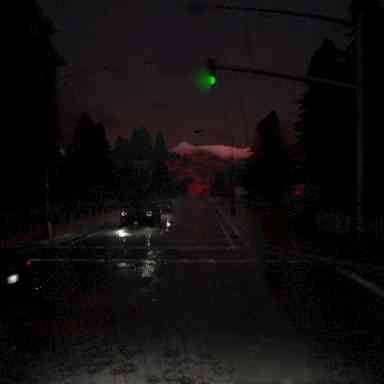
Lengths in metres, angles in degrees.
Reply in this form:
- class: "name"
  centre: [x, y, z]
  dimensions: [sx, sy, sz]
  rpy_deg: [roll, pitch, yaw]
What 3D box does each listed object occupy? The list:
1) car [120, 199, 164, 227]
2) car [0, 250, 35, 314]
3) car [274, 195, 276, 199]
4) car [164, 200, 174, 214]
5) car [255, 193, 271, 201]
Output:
- class: "car"
  centre: [-3.368, 1.321, 22.537]
  dimensions: [2.097, 1.767, 4.553]
  rpy_deg: [0, 0, 2]
- class: "car"
  centre: [-5.272, 1.567, 6.238]
  dimensions: [4.181, 1.385, 1.994]
  rpy_deg: [0, 0, 4]
- class: "car"
  centre: [19.153, 1.165, 81.300]
  dimensions: [1.970, 1.475, 3.806]
  rpy_deg: [0, 0, 2]
- class: "car"
  centre: [-2.963, 1.537, 34.526]
  dimensions: [1.895, 1.301, 4.718]
  rpy_deg: [0, 0, 2]
- class: "car"
  centre: [15.862, 1.178, 74.012]
  dimensions: [1.845, 1.501, 3.633]
  rpy_deg: [0, 0, 2]
